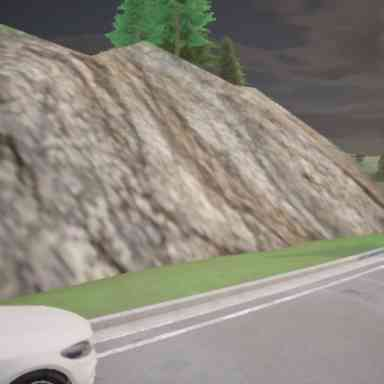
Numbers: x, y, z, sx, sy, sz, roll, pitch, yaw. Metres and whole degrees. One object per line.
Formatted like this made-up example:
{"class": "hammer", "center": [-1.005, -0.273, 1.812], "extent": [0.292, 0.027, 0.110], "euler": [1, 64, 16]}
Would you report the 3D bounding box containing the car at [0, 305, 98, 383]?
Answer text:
{"class": "car", "center": [-3.233, 1.654, 2.910], "extent": [4.674, 1.442, 1.812], "euler": [0, -2, -35]}
